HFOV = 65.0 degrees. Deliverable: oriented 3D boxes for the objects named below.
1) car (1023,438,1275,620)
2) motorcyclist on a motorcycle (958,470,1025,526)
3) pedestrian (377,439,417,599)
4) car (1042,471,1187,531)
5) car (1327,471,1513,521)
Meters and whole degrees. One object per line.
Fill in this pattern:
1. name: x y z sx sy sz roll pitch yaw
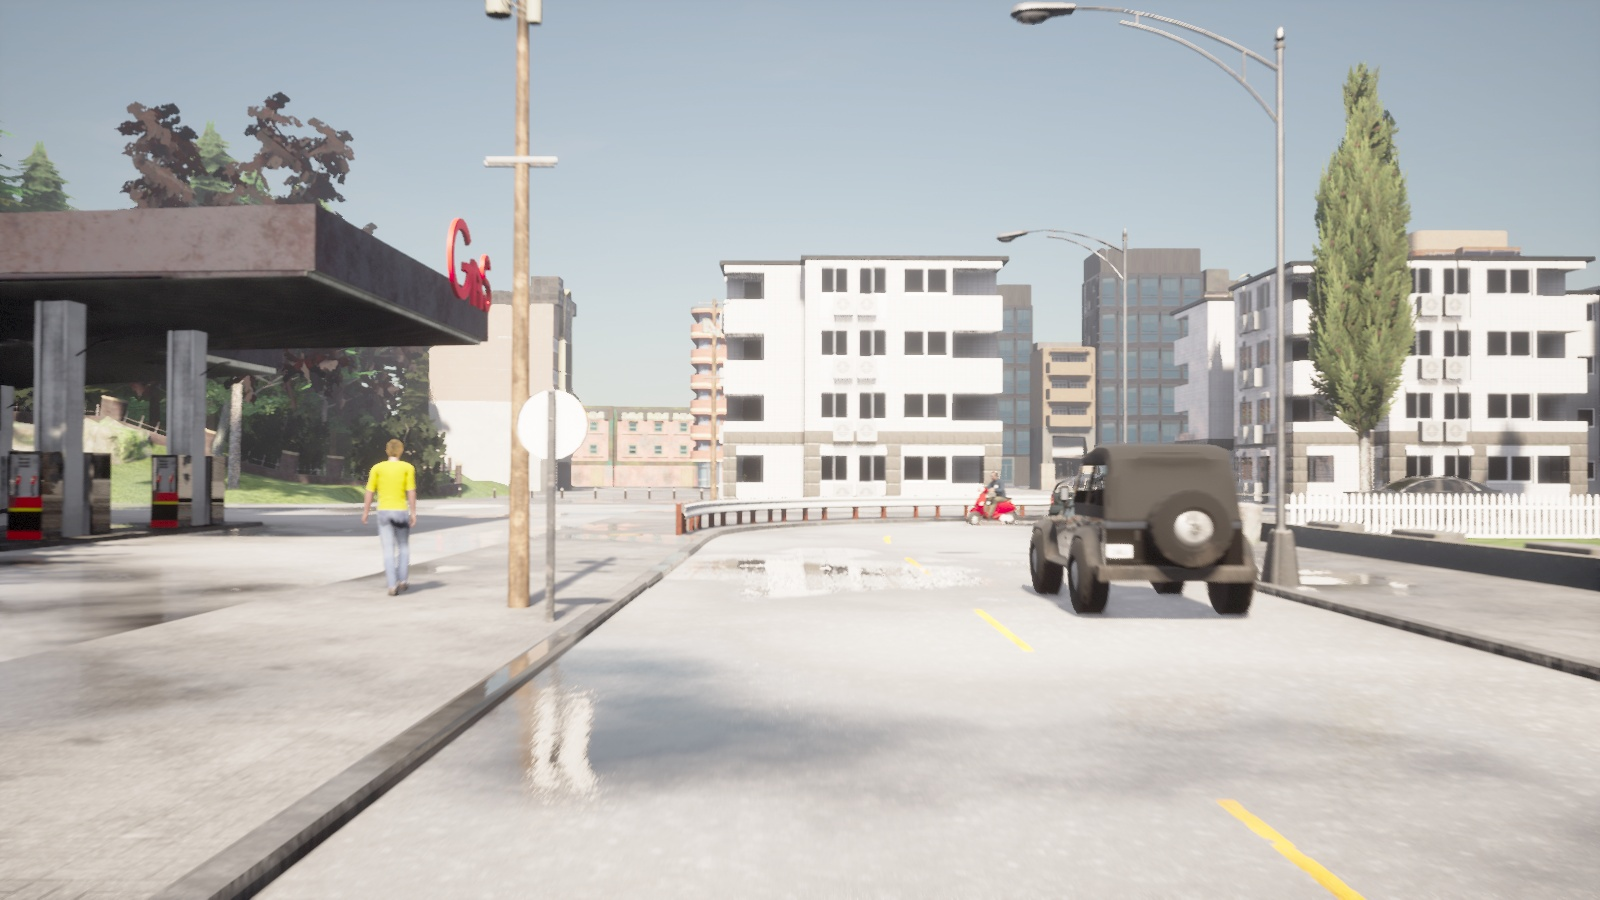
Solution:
1. car: 3.962 0.855 14.960 1.905 1.878 3.866 0 -1 0
2. motorcyclist on a motorcycle: 5.680 1.394 37.188 1.817 1.590 0.866 0 0 -30
3. pedestrian: -4.748 0.801 14.801 0.354 1.836 0.706 0 -1 -10
4. car: 8.583 1.354 34.208 3.705 1.549 1.789 0 -2 -35
5. car: 19.340 1.425 39.297 4.892 1.490 1.837 0 -1 0
